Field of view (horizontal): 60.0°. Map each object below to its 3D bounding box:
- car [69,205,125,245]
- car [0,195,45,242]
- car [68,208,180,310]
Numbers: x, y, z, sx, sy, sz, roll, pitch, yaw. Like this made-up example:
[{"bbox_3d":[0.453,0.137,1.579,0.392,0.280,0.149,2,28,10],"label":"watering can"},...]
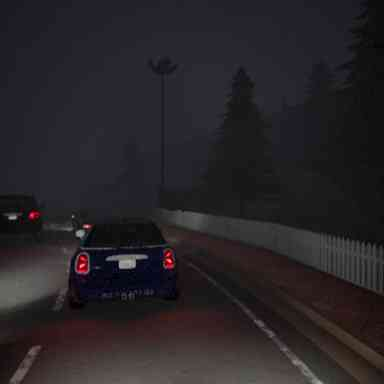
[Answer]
[{"bbox_3d":[-4.958,1.504,16.839,2.033,1.411,5.357,0,0,-24],"label":"car"},{"bbox_3d":[-8.343,1.173,15.898,2.150,2.045,5.566,0,-1,-24],"label":"car"},{"bbox_3d":[-1.734,1.331,8.129,2.097,1.767,4.553,0,0,-15],"label":"car"}]
